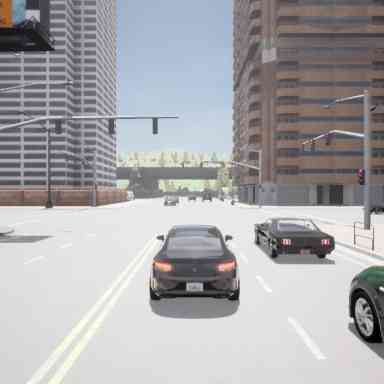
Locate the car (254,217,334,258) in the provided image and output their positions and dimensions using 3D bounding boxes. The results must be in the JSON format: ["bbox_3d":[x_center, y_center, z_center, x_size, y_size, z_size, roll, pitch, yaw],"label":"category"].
[{"bbox_3d":[3.608,1.601,12.679,1.895,1.301,4.718,0,0,1],"label":"car"}]

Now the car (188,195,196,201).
[{"bbox_3d":[0.033,1.425,77.270,1.837,1.490,4.892,0,0,0],"label":"car"}]

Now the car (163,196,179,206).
[{"bbox_3d":[-3.577,1.491,54.797,2.128,1.511,4.902,0,0,-1],"label":"car"}]

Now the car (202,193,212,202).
[{"bbox_3d":[3.534,1.225,77.979,2.150,2.045,5.566,0,0,0],"label":"car"}]

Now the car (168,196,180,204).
[{"bbox_3d":[-3.513,1.491,65.201,2.128,1.511,4.902,0,0,1],"label":"car"}]

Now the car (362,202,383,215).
[{"bbox_3d":[19.971,1.601,33.697,4.718,1.301,1.895,0,0,1],"label":"car"}]

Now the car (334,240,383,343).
[{"bbox_3d":[3.601,1.352,3.594,2.097,1.767,4.553,0,0,0],"label":"car"}]

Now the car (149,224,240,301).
[{"bbox_3d":[0.064,1.526,8.227,1.812,1.442,4.674,0,0,0],"label":"car"}]
